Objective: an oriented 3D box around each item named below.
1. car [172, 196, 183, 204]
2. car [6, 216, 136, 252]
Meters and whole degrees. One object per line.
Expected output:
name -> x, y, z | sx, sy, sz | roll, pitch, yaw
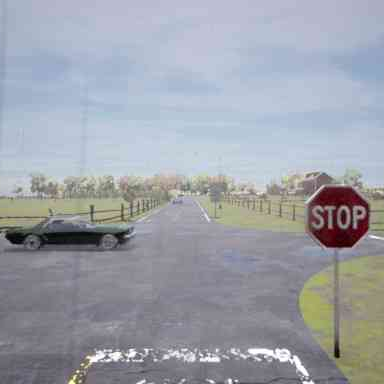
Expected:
car -> -2.819, 1.589, 65.391 | 1.812, 1.442, 4.674 | 0, 0, 0
car -> -4.697, 1.622, 13.481 | 4.718, 1.301, 1.895 | 0, -1, 0
